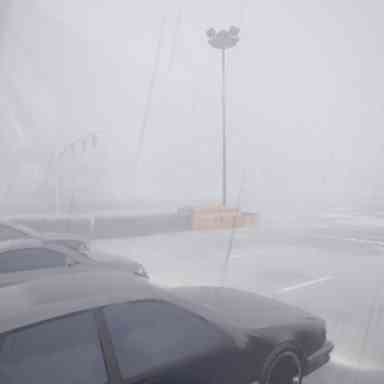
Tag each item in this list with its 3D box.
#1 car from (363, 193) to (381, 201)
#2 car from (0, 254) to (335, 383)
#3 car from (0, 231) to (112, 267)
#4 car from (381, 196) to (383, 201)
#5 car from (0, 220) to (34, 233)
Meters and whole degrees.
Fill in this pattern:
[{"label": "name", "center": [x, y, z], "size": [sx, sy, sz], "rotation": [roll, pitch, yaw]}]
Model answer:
[{"label": "car", "center": [34.605, 0.998, 63.429], "size": [4.674, 1.442, 1.812], "rotation": [-1, 0, -36]}, {"label": "car", "center": [-0.928, 1.544, 3.137], "size": [5.357, 1.411, 2.033], "rotation": [0, 0, -35]}, {"label": "car", "center": [-2.875, 1.560, 6.049], "size": [4.181, 1.385, 1.994], "rotation": [0, 0, -35]}, {"label": "car", "center": [37.462, 0.990, 61.175], "size": [4.902, 1.511, 2.128], "rotation": [-1, 0, -36]}, {"label": "car", "center": [-5.195, 1.476, 8.696], "size": [5.008, 1.535, 1.882], "rotation": [0, 0, -35]}]
